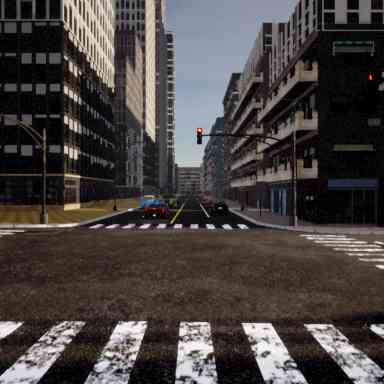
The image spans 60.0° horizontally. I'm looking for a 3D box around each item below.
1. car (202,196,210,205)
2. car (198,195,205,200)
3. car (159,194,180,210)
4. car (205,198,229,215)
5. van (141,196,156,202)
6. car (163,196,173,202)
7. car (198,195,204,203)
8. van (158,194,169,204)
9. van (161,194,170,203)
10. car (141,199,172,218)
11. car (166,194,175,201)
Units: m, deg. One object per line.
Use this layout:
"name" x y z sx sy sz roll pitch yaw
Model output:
"car" 2.701 1.549 43.749 1.887 1.381 4.507 0 0 0
"car" 2.717 1.590 94.637 1.947 1.339 4.313 0 0 0
"car" -3.090 1.226 44.041 2.150 2.045 5.566 0 0 0
"car" 2.699 1.568 33.782 1.947 1.339 4.313 0 0 0
"van" -5.680 1.346 43.751 1.690 1.788 3.998 0 0 0
"car" -5.668 1.567 77.676 2.008 1.369 4.403 0 0 0
"car" 2.707 1.560 60.712 2.008 1.369 4.403 0 0 0
"van" -5.673 1.353 66.367 1.690 1.788 3.998 0 0 0
"van" -5.671 1.355 72.022 1.690 1.788 3.998 0 0 0
"car" -3.093 1.603 29.586 1.895 1.301 4.718 0 0 0
"car" -5.665 1.336 88.986 2.192 1.841 5.009 0 0 0
